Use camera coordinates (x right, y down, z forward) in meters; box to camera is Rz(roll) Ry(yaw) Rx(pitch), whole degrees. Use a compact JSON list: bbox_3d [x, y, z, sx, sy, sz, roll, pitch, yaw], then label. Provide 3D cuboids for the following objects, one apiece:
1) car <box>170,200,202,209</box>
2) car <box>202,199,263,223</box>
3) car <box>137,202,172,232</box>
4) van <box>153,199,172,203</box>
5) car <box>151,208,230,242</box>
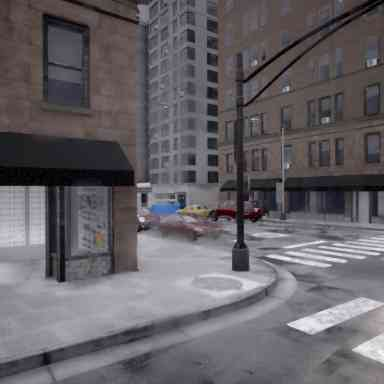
[{"bbox_3d":[0.158,1.805,31.694,1.752,1.417,4.829,-1,0,-36],"label":"car"},{"bbox_3d":[3.468,1.522,27.088,2.192,1.841,5.009,-1,0,-36],"label":"car"},{"bbox_3d":[-3.446,1.706,22.107,1.967,1.590,4.097,-1,0,-36],"label":"car"},{"bbox_3d":[-2.963,1.689,36.022,1.690,1.788,3.998,-1,0,-36],"label":"van"},{"bbox_3d":[-0.227,1.778,17.639,1.802,1.307,4.206,-1,0,-36],"label":"car"}]
